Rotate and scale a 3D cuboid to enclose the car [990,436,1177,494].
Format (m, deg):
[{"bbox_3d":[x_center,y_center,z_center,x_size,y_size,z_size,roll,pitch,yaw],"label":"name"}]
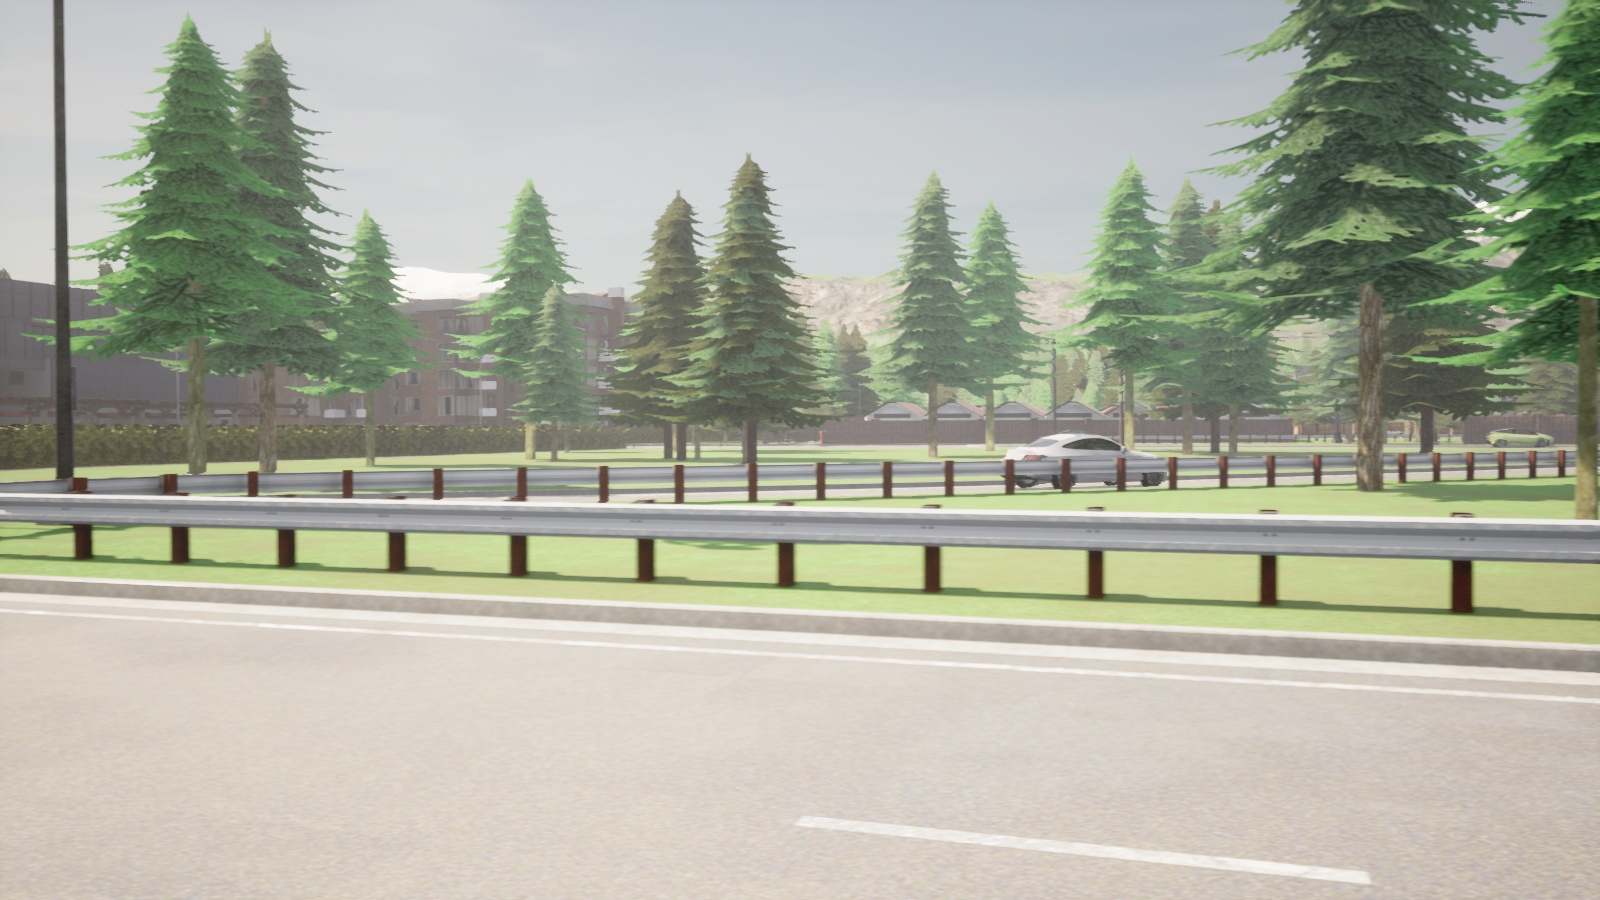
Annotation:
[{"bbox_3d":[7.483,0.351,33.079,4.674,1.442,1.812,0,1,-25],"label":"car"}]
